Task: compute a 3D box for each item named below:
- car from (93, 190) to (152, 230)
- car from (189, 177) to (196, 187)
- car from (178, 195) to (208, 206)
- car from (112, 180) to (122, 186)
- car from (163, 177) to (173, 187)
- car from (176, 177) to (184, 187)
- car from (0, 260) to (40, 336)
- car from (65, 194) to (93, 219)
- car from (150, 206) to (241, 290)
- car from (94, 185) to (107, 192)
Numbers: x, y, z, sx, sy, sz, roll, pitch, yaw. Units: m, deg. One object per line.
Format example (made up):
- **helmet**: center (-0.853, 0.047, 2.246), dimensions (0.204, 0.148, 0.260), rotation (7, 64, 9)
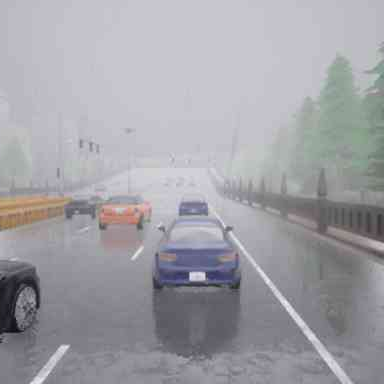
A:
- **car**: center (-3.403, 0.903, 17.707), dimensions (2.097, 1.767, 4.553), rotation (0, 1, 0)
- **car**: center (0.073, -2.359, 90.828), dimensions (1.882, 1.535, 5.008), rotation (0, 8, 0)
- **car**: center (0.096, 0.908, 22.502), dimensions (1.882, 1.535, 5.008), rotation (0, 1, 0)
- **car**: center (-20.918, -2.566, 92.616), dimensions (2.033, 1.411, 5.357), rotation (0, 8, 0)
- **car**: center (-6.927, -2.314, 90.871), dimensions (1.812, 1.442, 4.674), rotation (0, 8, 0)
- **car**: center (-3.427, -2.337, 90.849), dimensions (1.837, 1.490, 4.892), rotation (0, 8, 0)
- **car**: center (-3.401, 1.397, 3.540), dimensions (2.128, 1.511, 4.902), rotation (0, 1, 0)
- **car**: center (-6.906, 0.935, 22.363), dimensions (1.837, 1.490, 4.892), rotation (0, 1, 0)
- **car**: center (0.099, 1.312, 8.345), dimensions (1.812, 1.442, 4.674), rotation (0, 1, 0)
- **car**: center (-21.004, -0.896, 76.348), dimensions (2.097, 1.767, 4.553), rotation (0, 3, 0)
